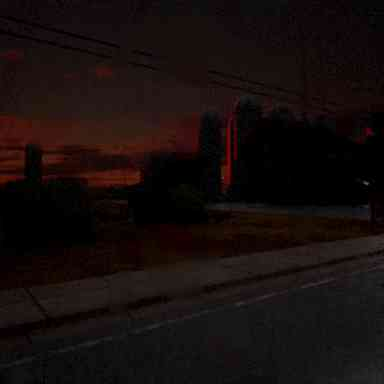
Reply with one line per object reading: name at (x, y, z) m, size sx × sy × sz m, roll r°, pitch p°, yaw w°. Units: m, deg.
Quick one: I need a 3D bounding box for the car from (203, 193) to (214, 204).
car at (2.211, 1.171, 62.051) m, size 3.866 × 1.878 × 1.905 m, roll -2°, pitch 5°, yaw 11°
